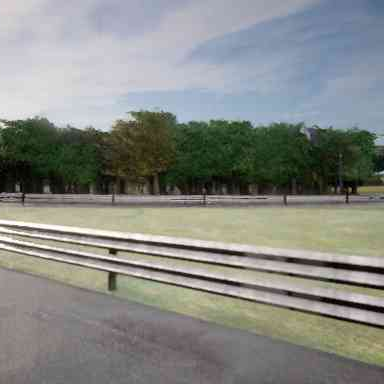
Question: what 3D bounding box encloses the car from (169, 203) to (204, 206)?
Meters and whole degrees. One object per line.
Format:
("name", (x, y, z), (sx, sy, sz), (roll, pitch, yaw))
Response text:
("car", (-0.722, 1.122, 42.320), (4.718, 1.301, 1.895), (0, 0, -7))
